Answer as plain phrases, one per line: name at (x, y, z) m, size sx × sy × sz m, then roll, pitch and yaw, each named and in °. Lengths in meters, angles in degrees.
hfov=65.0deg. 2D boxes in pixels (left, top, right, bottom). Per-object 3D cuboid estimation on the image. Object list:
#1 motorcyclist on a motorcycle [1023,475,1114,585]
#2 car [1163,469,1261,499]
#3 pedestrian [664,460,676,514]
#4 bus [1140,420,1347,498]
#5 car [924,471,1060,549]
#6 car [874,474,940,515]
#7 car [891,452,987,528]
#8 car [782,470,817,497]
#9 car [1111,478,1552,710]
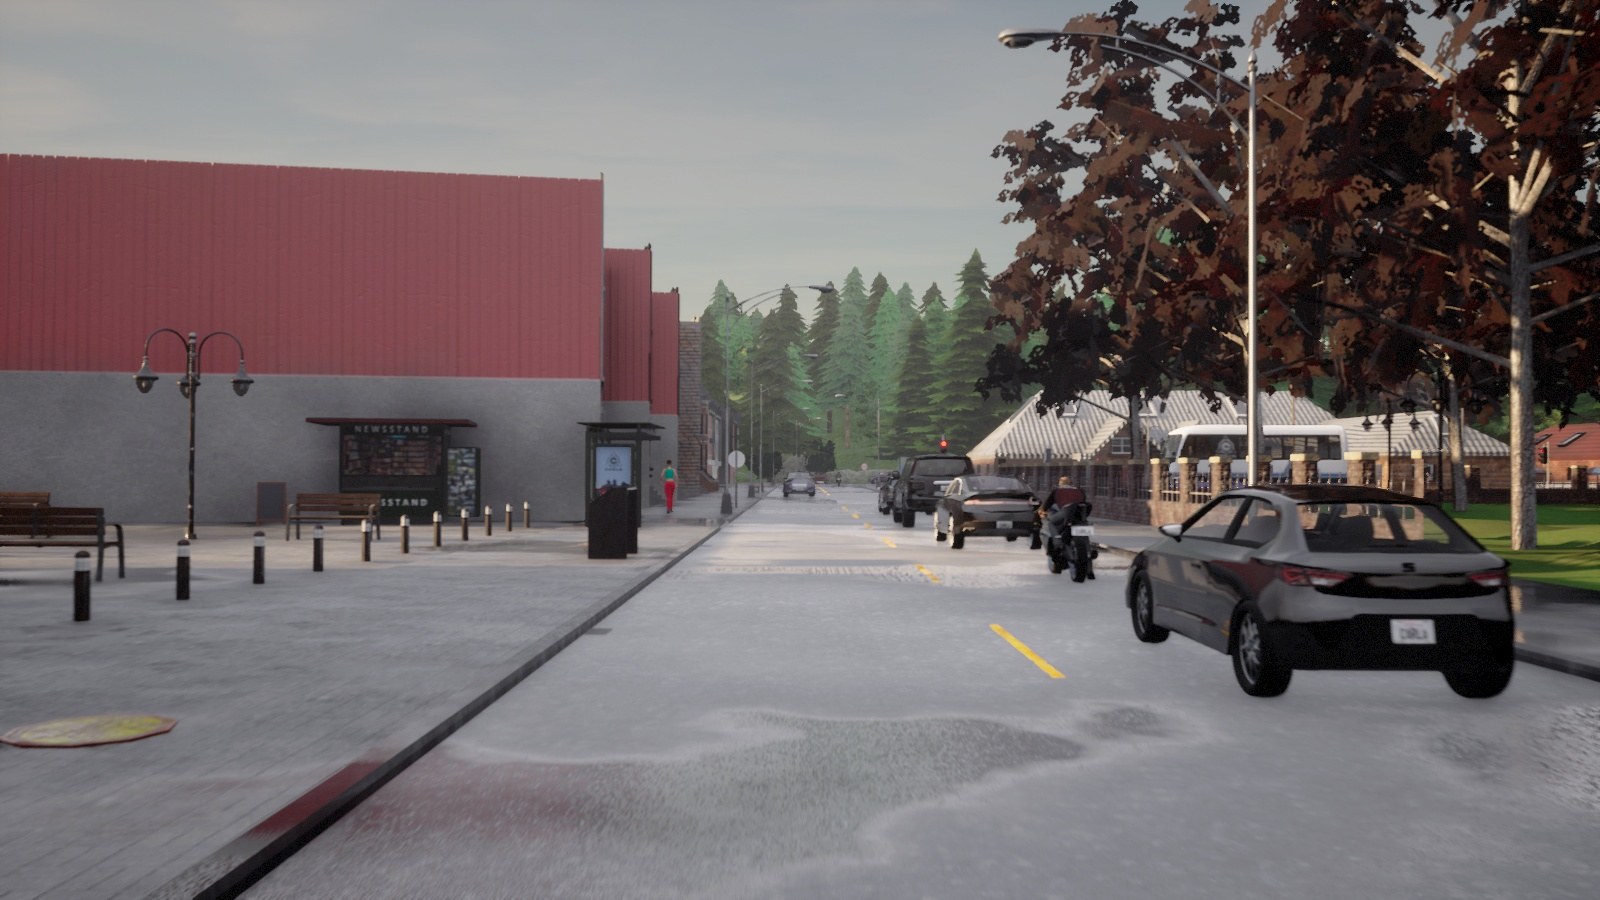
motorcyclist on a motorcycle at (3.969, 1.147, 18.735) m, size 0.866 × 1.530 × 2.191 m, roll 0°, pitch -1°, yaw 0°
car at (21.902, 1.793, 66.832) m, size 4.514 × 1.525 × 2.007 m, roll 0°, pitch -1°, yaw -1°
pedestrian at (-4.443, 1.261, 42.965) m, size 0.345 × 1.836 × 0.594 m, roll 0°, pitch -1°, yaw -12°
bus at (24.887, 0.526, 70.907) m, size 10.273 × 4.253 × 3.944 m, roll 0°, pitch -1°, yaw 0°
car at (3.959, 1.203, 26.783) m, size 2.128 × 1.511 × 4.902 m, roll 0°, pitch -1°, yaw 0°
car at (3.930, 1.632, 46.900) m, size 2.033 × 1.411 × 5.357 m, roll 0°, pitch -1°, yaw 1°
car at (3.951, 1.132, 36.685) m, size 2.150 × 2.045 × 5.566 m, roll 0°, pitch -1°, yaw 0°
car at (-0.053, 2.045, 77.655) m, size 2.033 × 1.649 × 4.856 m, roll 0°, pitch -1°, yaw -1°
car at (3.978, 0.984, 10.280) m, size 1.816 × 1.474 × 4.193 m, roll 0°, pitch -1°, yaw 0°
